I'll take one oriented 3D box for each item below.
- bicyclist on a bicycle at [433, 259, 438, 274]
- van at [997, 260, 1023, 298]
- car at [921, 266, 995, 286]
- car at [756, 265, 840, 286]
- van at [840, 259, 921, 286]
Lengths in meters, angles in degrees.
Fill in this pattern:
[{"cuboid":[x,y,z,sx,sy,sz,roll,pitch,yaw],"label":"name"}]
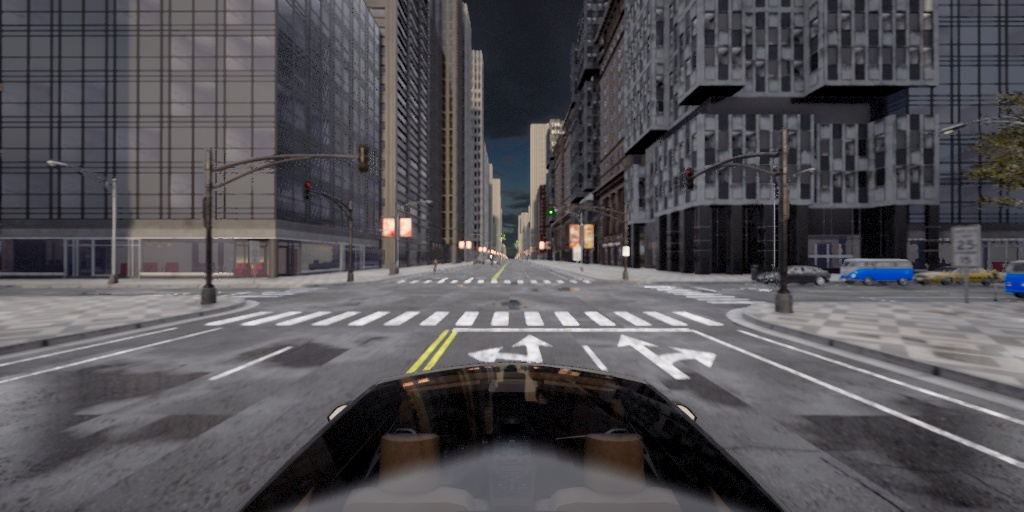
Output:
[{"cuboid":[-8.749,1.204,40.867,0.659,1.776,1.843,0,0,0],"label":"bicyclist on a bicycle"},{"cuboid":[24.714,1.060,15.935,3.998,1.789,1.690,0,0,0],"label":"van"},{"cuboid":[30.198,1.260,24.435,4.829,1.417,1.751,0,0,0],"label":"car"},{"cuboid":[19.132,1.307,24.484,4.403,1.370,2.007,0,0,0],"label":"car"},{"cuboid":[24.750,1.086,24.459,3.998,1.789,1.690,0,0,0],"label":"van"}]
